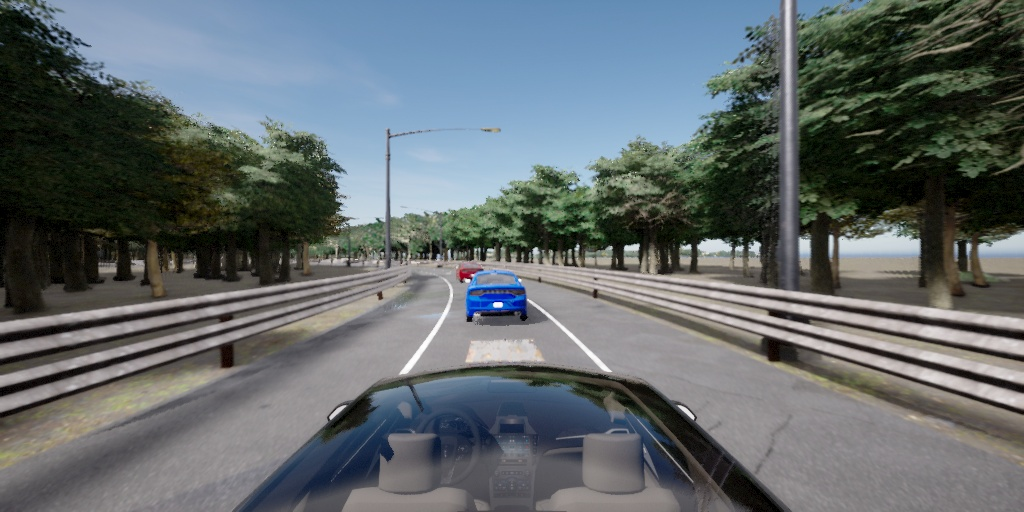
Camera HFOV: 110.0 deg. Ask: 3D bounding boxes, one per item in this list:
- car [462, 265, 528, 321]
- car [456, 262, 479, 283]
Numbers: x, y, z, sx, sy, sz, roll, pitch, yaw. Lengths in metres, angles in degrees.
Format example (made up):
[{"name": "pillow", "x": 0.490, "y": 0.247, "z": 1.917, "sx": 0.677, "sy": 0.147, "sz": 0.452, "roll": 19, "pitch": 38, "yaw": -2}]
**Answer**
[{"name": "car", "x": -0.625, "y": 1.239, "z": 12.642, "sx": 1.882, "sy": 1.535, "sz": 5.008, "roll": 0, "pitch": 0, "yaw": -5}, {"name": "car", "x": -3.440, "y": 1.274, "z": 28.846, "sx": 1.882, "sy": 1.535, "sz": 5.008, "roll": 0, "pitch": 0, "yaw": -13}]
